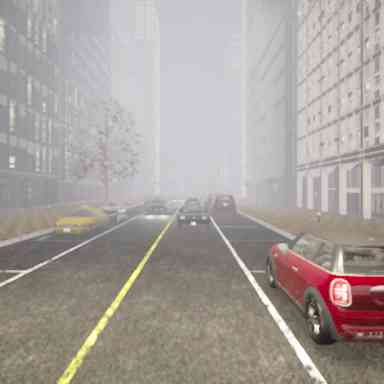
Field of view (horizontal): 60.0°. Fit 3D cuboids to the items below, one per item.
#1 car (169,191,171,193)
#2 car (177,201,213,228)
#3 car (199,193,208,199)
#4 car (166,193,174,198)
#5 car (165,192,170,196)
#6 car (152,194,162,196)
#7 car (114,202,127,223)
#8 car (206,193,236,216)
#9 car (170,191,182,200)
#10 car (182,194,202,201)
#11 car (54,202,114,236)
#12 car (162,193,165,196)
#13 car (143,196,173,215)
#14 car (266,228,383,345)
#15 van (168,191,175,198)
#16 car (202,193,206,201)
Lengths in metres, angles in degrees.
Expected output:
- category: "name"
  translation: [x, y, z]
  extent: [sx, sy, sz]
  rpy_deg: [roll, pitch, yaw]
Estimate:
- category: "car"
  translation: [-5.704, 0.967, 74.635]
  extent: [2.008, 1.369, 4.403]
  rpy_deg: [0, 0, 0]
- category: "car"
  translation: [0.096, 1.448, 20.727]
  extent: [1.895, 1.301, 4.718]
  rpy_deg: [0, 0, 0]
- category: "car"
  translation: [2.675, 0.935, 80.316]
  extent: [1.947, 1.339, 4.313]
  rpy_deg: [0, 0, 0]
- category: "car"
  translation: [-5.707, 0.865, 86.019]
  extent: [1.887, 1.381, 4.507]
  rpy_deg: [0, 0, 0]
- category: "car"
  translation: [-5.702, 1.093, 63.250]
  extent: [1.802, 1.307, 4.206]
  rpy_deg: [0, 0, 0]
- category: "car"
  translation: [-5.698, 1.201, 46.175]
  extent: [2.008, 1.369, 4.403]
  rpy_deg: [0, 0, 0]
- category: "car"
  translation: [-5.693, 1.378, 23.406]
  extent: [2.008, 1.369, 4.403]
  rpy_deg: [0, 0, 0]
- category: "car"
  translation: [2.688, 1.099, 29.087]
  extent: [2.192, 1.841, 5.009]
  rpy_deg: [0, 0, 0]
- category: "car"
  translation: [-3.016, 0.953, 72.561]
  extent: [2.128, 1.511, 4.902]
  rpy_deg: [0, 0, 0]
- category: "car"
  translation: [0.091, 1.249, 41.808]
  extent: [1.994, 1.385, 4.181]
  rpy_deg: [0, 0, 0]
- category: "car"
  translation: [-5.692, 1.396, 17.542]
  extent: [1.752, 1.417, 4.829]
  rpy_deg: [0, 0, 0]
- category: "car"
  translation: [-5.699, 1.171, 51.867]
  extent: [1.947, 1.339, 4.313]
  rpy_deg: [0, 0, 0]
- category: "car"
  translation: [-3.105, 1.334, 30.799]
  extent: [1.994, 1.385, 4.181]
  rpy_deg: [0, 0, 0]
- category: "car"
  translation: [2.692, 1.394, 6.320]
  extent: [1.967, 1.590, 4.097]
  rpy_deg: [0, 0, 0]
- category: "van"
  translation: [-5.707, 0.613, 91.710]
  extent: [1.690, 1.788, 3.998]
  rpy_deg: [0, 0, 0]
- category: "car"
  translation: [2.685, 1.011, 40.471]
  extent: [2.192, 1.841, 5.009]
  rpy_deg: [0, 0, 0]
